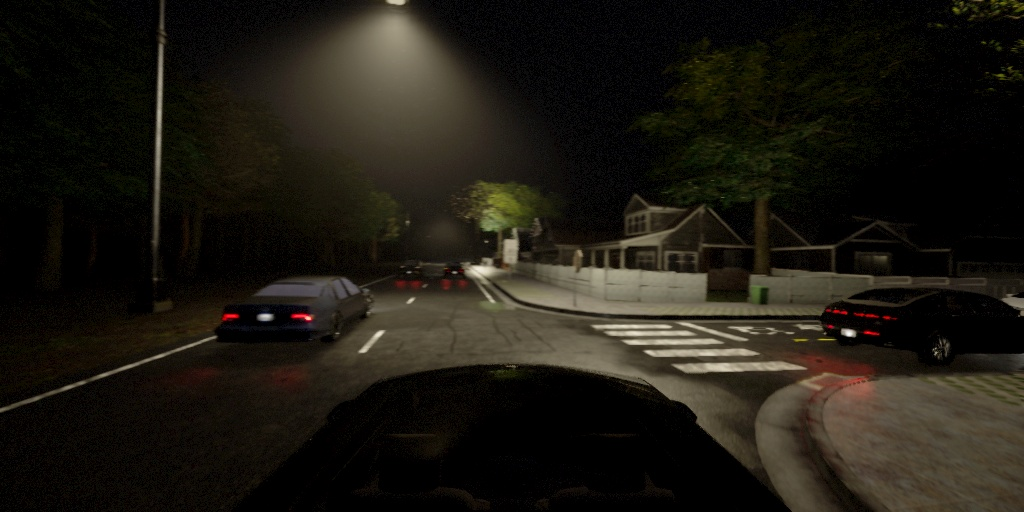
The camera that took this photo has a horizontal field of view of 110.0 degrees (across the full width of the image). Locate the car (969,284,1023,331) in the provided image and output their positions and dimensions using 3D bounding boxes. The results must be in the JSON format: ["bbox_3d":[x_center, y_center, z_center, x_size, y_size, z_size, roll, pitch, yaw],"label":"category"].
[{"bbox_3d":[18.972,1.791,12.356,4.674,1.442,1.812,1,-1,-7],"label":"car"}]

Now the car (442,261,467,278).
[{"bbox_3d":[-5.079,1.174,31.821,1.812,1.442,4.674,2,0,-9],"label":"car"}]

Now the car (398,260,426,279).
[{"bbox_3d":[-8.363,1.050,30.214,2.128,1.511,4.902,2,0,-9],"label":"car"}]

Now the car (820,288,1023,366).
[{"bbox_3d":[9.737,1.488,8.202,4.892,1.490,1.837,2,-2,-9],"label":"car"}]

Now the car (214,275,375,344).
[{"bbox_3d":[-4.967,1.178,9.120,2.033,1.411,5.357,2,0,-9],"label":"car"}]
